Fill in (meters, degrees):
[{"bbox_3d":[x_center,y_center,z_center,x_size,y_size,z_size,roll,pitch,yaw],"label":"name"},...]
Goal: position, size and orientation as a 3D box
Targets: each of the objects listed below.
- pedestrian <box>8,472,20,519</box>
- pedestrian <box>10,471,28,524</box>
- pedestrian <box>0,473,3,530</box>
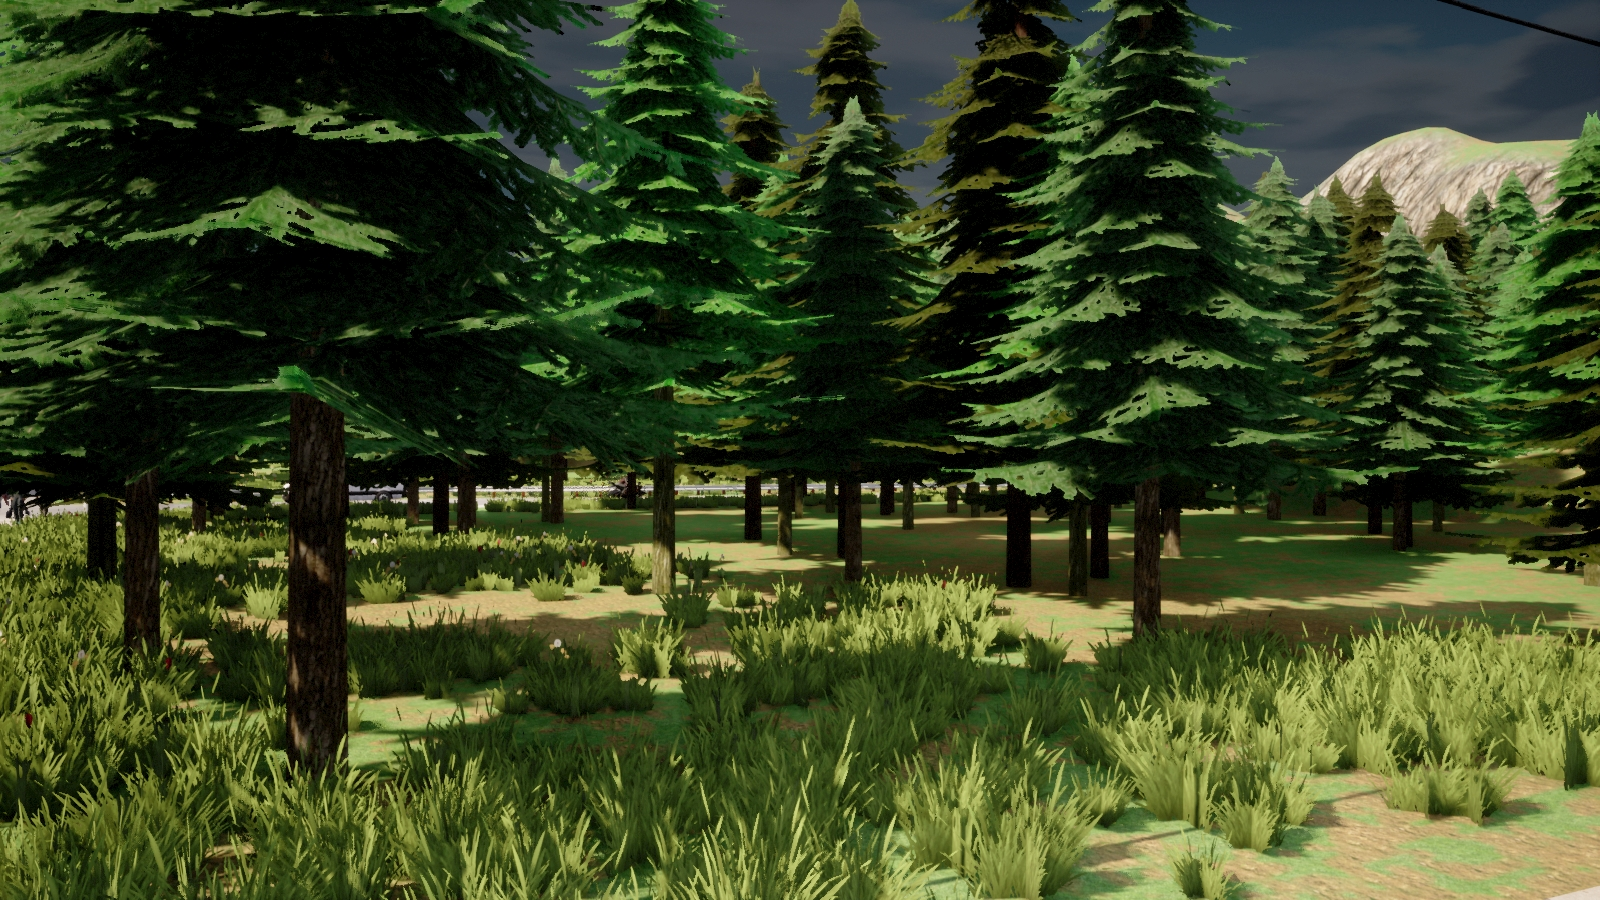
[{"bbox_3d":[-31.695,1.840,46.083,0.375,1.860,0.375,0,0,-30],"label":"pedestrian"},{"bbox_3d":[-27.961,1.694,40.894,0.375,1.860,0.375,0,0,11],"label":"pedestrian"},{"bbox_3d":[-26.541,1.694,37.643,0.375,1.860,0.375,0,0,-24],"label":"pedestrian"}]
